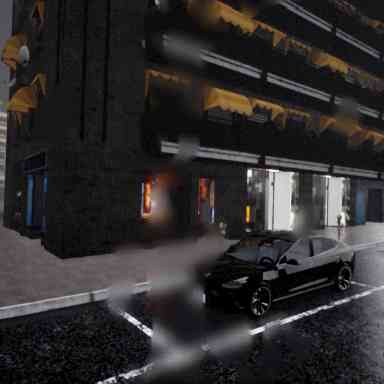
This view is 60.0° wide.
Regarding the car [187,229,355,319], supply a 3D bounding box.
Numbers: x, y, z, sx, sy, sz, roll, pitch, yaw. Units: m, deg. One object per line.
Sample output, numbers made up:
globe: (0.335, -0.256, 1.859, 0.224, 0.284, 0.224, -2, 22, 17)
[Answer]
car: (1.928, 1.570, 7.441, 4.313, 1.339, 1.947, 0, 2, -35)
